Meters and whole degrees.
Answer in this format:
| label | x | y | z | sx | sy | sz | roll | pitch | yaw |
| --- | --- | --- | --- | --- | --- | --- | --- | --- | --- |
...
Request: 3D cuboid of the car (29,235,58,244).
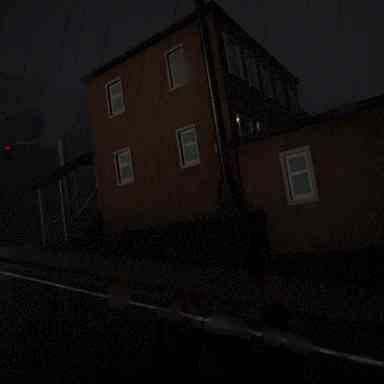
| label | x | y | z | sx | sy | sz | roll | pitch | yaw |
| --- | --- | --- | --- | --- | --- | --- | --- | --- | --- |
| car | -12.111 | 4.594 | 29.481 | 2.128 | 1.511 | 4.902 | -13 | -12 | 35 |
